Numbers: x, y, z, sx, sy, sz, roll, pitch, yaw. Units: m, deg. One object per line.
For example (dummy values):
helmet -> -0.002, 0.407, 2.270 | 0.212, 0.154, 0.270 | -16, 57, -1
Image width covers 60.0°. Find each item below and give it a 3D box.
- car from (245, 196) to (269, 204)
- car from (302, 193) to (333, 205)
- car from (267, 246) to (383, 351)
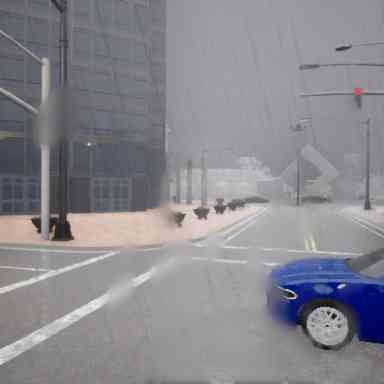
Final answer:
car -> 11.199, 1.379, 57.477 | 4.181, 1.385, 1.994 | 1, 0, 42
car -> 21.125, 1.374, 56.157 | 4.892, 1.490, 1.837 | 0, 1, 17
car -> 3.708, 1.477, 5.051 | 5.008, 1.535, 1.882 | 0, 0, 17
